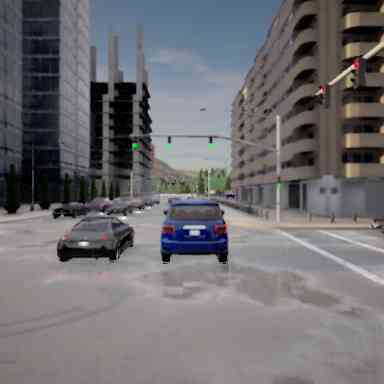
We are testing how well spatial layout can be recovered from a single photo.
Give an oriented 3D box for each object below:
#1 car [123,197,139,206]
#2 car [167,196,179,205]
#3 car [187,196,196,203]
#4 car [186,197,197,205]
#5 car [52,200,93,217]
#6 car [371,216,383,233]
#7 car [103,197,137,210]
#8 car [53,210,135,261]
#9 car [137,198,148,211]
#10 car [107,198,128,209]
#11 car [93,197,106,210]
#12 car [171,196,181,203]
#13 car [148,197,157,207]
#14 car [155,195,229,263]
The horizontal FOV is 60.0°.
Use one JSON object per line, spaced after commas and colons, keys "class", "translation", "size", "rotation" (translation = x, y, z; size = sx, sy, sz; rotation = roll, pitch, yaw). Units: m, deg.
{"class": "car", "translation": [-10.571, 1.634, 57.528], "size": [1.994, 1.385, 4.181], "rotation": [0, 0, 0]}
{"class": "car", "translation": [-3.578, 1.568, 63.412], "size": [2.128, 1.511, 4.902], "rotation": [0, 0, 0]}
{"class": "car", "translation": [-0.091, 1.623, 73.594], "size": [2.033, 1.411, 5.357], "rotation": [0, 0, 0]}
{"class": "car", "translation": [-0.078, 1.640, 63.532], "size": [1.994, 1.385, 4.181], "rotation": [0, 0, 0]}
{"class": "car", "translation": [-10.631, 1.638, 29.464], "size": [1.895, 1.301, 4.718], "rotation": [0, 0, 0]}
{"class": "car", "translation": [12.279, 1.580, 17.935], "size": [4.892, 1.490, 1.837], "rotation": [0, 0, 0]}
{"class": "car", "translation": [-7.130, 1.546, 33.268], "size": [1.837, 1.490, 4.892], "rotation": [0, 0, 0]}
{"class": "car", "translation": [-3.419, 1.608, 12.517], "size": [1.994, 1.385, 4.181], "rotation": [0, 0, 0]}
{"class": "car", "translation": [-7.131, 1.577, 42.294], "size": [1.812, 1.442, 4.674], "rotation": [0, 0, 0]}
{"class": "car", "translation": [-10.617, 1.584, 47.725], "size": [1.812, 1.442, 4.674], "rotation": [0, 0, 0]}
{"class": "car", "translation": [-10.637, 1.399, 38.360], "size": [2.097, 1.767, 4.553], "rotation": [0, 0, 0]}
{"class": "car", "translation": [-3.591, 1.636, 73.588], "size": [1.994, 1.385, 4.181], "rotation": [0, 0, 0]}
{"class": "car", "translation": [-7.089, 1.627, 52.336], "size": [1.994, 1.385, 4.181], "rotation": [0, 0, 0]}
{"class": "car", "translation": [0.085, 1.266, 12.395], "size": [2.150, 2.045, 5.566], "rotation": [0, 0, 0]}
